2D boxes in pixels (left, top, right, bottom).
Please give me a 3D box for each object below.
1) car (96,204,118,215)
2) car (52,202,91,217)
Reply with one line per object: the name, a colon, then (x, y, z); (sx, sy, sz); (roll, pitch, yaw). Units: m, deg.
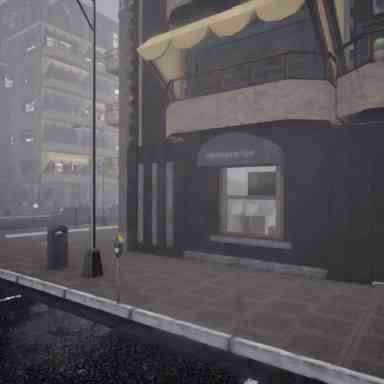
car: (-9.482, 2.063, 39.967); (1.802, 1.307, 4.206); (-1, -1, 35)
car: (-12.770, 1.821, 35.347); (1.967, 1.590, 4.097); (-1, -1, 35)
